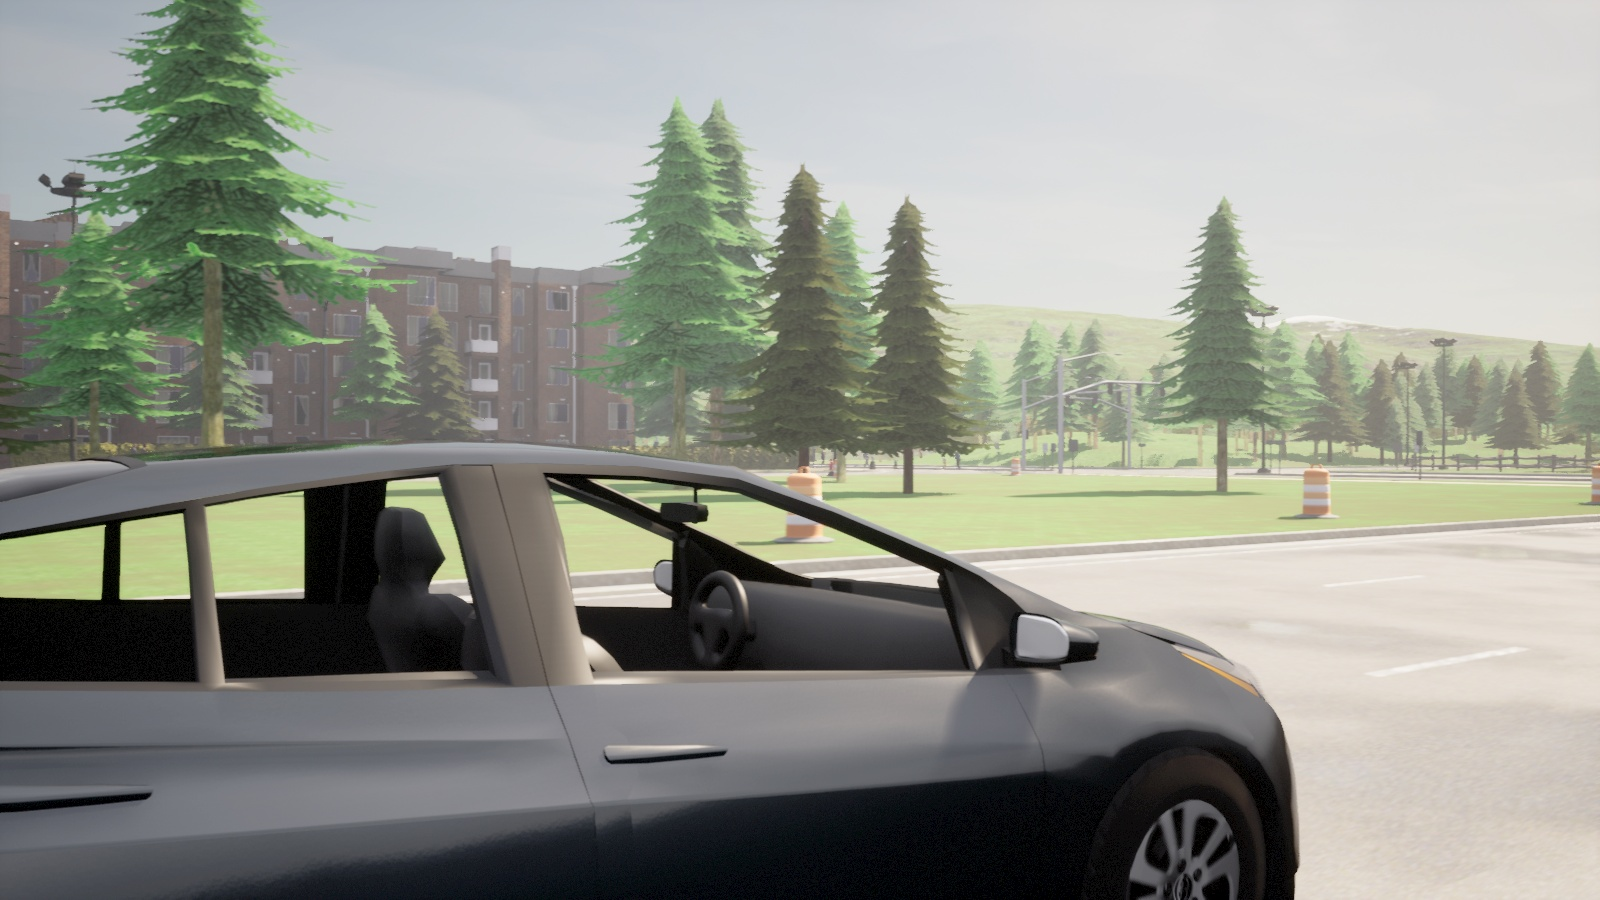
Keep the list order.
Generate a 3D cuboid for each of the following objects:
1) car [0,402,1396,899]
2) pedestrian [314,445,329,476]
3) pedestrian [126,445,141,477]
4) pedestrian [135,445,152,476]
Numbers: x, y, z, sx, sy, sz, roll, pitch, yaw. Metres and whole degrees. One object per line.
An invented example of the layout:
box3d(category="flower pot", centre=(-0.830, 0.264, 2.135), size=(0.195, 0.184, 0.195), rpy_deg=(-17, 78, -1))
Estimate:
box3d(category="car", centre=(-0.703, 0.701, 3.170), size=(4.514, 1.525, 2.007), rpy_deg=(0, 0, -35))
box3d(category="pedestrian", centre=(-30.309, 0.633, 79.514), size=(0.788, 1.949, 0.423), rpy_deg=(0, 0, -33))
box3d(category="pedestrian", centre=(-38.969, 0.636, 73.432), size=(0.694, 1.848, 0.540), rpy_deg=(0, 0, -35))
box3d(category="pedestrian", centre=(-38.822, 0.638, 74.221), size=(0.869, 1.805, 0.328), rpy_deg=(0, 0, -35))
